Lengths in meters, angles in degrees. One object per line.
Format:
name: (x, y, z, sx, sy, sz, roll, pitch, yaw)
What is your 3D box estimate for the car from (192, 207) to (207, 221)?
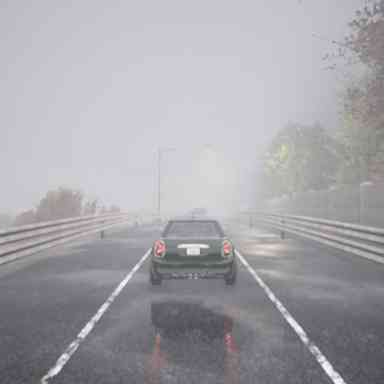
car: (1.296, 3.493, 52.373, 2.150, 2.045, 5.566, 0, -4, 4)

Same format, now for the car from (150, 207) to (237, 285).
car: (0.025, 1.448, 9.856, 2.097, 1.767, 4.553, 0, -1, 0)

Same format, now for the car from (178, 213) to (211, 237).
car: (0.168, 2.035, 21.322, 1.895, 1.301, 4.718, 0, -2, 0)

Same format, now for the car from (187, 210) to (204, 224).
car: (0.444, 2.855, 38.039, 1.837, 1.490, 4.892, 0, -3, 2)
